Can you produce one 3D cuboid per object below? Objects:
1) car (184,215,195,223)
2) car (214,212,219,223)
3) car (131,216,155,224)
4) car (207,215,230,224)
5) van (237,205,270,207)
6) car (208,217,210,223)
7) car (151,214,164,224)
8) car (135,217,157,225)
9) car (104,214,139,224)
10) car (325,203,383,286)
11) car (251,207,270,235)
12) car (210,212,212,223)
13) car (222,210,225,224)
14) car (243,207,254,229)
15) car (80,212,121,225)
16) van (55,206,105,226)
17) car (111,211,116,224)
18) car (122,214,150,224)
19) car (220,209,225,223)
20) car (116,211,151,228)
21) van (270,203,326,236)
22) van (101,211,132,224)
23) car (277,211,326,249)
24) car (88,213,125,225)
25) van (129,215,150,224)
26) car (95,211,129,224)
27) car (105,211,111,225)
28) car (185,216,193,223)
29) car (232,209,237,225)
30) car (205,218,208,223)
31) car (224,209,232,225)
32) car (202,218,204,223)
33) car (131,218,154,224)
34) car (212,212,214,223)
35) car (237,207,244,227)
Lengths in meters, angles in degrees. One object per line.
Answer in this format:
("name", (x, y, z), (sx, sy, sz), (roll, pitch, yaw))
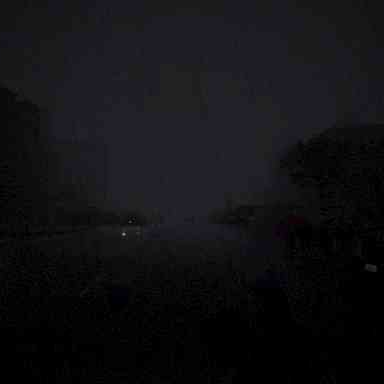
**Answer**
("car", (-0.480, 4.957, 60.766), (1.882, 1.535, 5.008), (0, -5, -1))
("car", (6.155, 3.629, 46.033), (5.008, 1.535, 2.097), (3, -5, -21))
("car", (-12.363, 7.146, 84.152), (5.566, 2.045, 2.435), (1, -6, -21))
("car", (5.700, 5.956, 72.328), (4.553, 1.767, 2.185), (3, -7, -21))
("van", (6.412, 2.270, 31.471), (4.442, 1.987, 1.878), (2, -4, -20))
("car", (5.980, 4.660, 57.724), (4.892, 1.521, 2.231), (3, -6, -21))
("car", (-5.416, 4.217, 52.488), (2.128, 1.511, 4.902), (0, -5, -1))
("car", (-12.452, 7.792, 90.135), (5.566, 2.045, 2.435), (1, -6, -21))
("car", (-11.608, 4.398, 54.431), (5.366, 1.575, 1.946), (1, -6, -21))
("car", (6.392, 1.317, 8.009), (5.566, 2.045, 2.435), (1, -1, -20))
("car", (6.383, 1.871, 19.725), (4.892, 1.521, 2.231), (2, -2, -20))
("car", (6.024, 4.395, 54.799), (4.892, 1.521, 2.231), (3, -6, -21))
("car", (6.250, 2.959, 37.250), (4.674, 1.452, 2.002), (2, -5, -20))
("car", (6.533, 1.997, 22.717), (5.366, 1.575, 1.946), (2, -3, -20))
("car", (-11.651, 3.395, 42.418), (4.792, 1.488, 2.163), (1, -5, -21))
("van", (-11.423, 2.439, 33.542), (4.442, 1.987, 1.878), (1, -4, -20))
("car", (-11.574, 2.876, 39.488), (5.566, 2.045, 2.435), (1, -5, -21))
("car", (-12.113, 5.877, 72.241), (5.566, 2.045, 2.435), (1, -6, -21))
("car", (6.219, 3.190, 40.180), (4.674, 1.452, 2.002), (3, -5, -20))
("car", (-5.209, 2.490, 29.999), (1.994, 1.385, 4.181), (0, -4, 0))
("van", (6.500, 1.541, 16.852), (4.442, 1.987, 1.878), (2, -3, -20))
("van", (-11.632, 3.906, 51.446), (4.442, 1.987, 1.878), (1, -6, -21))
("car", (6.391, 1.679, 13.883), (4.892, 1.521, 2.231), (1, -2, -20))
("car", (-11.654, 3.654, 45.413), (4.674, 1.452, 2.002), (1, -5, -21))
("van", (-12.318, 6.527, 78.161), (4.442, 1.987, 1.878), (1, -6, -21))
("car", (-11.668, 3.744, 48.416), (4.553, 1.767, 2.185), (1, -5, -21))
("car", (-11.593, 2.763, 36.467), (4.553, 1.767, 2.185), (1, -5, -20))
("car", (-0.667, 5.859, 71.200), (1.812, 1.442, 4.674), (0, -6, -1))
("car", (6.330, 2.305, 28.491), (5.008, 1.535, 2.097), (2, -4, -20))
("car", (5.968, 4.685, 60.681), (5.566, 2.045, 2.435), (3, -6, -21))
("car", (6.247, 2.725, 34.325), (4.792, 1.488, 2.163), (2, -5, -20))
("car", (5.581, 6.565, 78.161), (4.553, 1.767, 2.185), (3, -7, -21))
("car", (-12.098, 7.076, 81.228), (5.366, 1.575, 1.946), (1, -7, -21))
("car", (6.042, 4.006, 51.883), (4.553, 1.767, 2.185), (3, -6, -21))
("car", (6.349, 2.140, 25.568), (4.892, 1.521, 2.231), (2, -3, -20))
